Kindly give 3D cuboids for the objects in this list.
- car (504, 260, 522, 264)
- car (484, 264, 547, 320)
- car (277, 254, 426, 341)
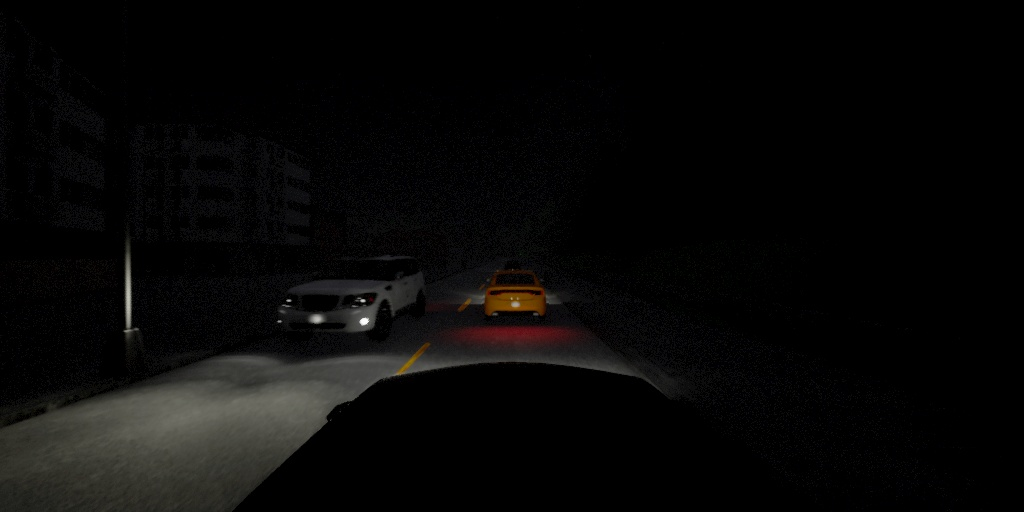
[{"bbox_3d":[0.107,1.227,41.738,1.837,1.490,4.892,0,0,0],"label":"car"},{"bbox_3d":[0.102,1.220,12.610,1.882,1.535,5.008,0,0,0],"label":"car"},{"bbox_3d":[-4.033,0.967,10.207,2.150,2.045,5.566,0,0,0],"label":"car"}]
